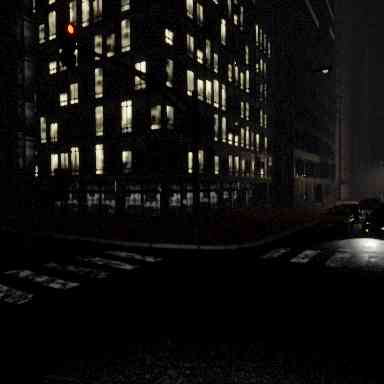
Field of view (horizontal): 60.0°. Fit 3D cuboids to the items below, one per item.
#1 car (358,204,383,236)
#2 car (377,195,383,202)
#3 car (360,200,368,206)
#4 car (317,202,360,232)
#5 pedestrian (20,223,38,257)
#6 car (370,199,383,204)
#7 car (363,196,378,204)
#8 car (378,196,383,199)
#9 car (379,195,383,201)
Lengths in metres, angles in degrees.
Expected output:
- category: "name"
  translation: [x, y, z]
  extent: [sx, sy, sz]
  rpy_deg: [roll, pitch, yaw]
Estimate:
- category: "car"
  translation: [10.161, 1.552, 17.462]
  extent: [1.994, 1.385, 4.181]
  rpy_deg: [0, 0, 32]
- category: "car"
  translation: [44.685, 1.508, 78.101]
  extent: [2.008, 1.369, 4.403]
  rpy_deg: [-1, -1, 32]
- category: "car"
  translation: [11.909, 1.552, 25.237]
  extent: [1.947, 1.339, 4.313]
  rpy_deg: [-1, -1, 32]
- category: "car"
  translation: [8.840, 1.514, 20.287]
  extent: [1.752, 1.417, 4.829]
  rpy_deg: [-1, -1, 32]
- category: "pedestrian"
  translation: [-5.248, 1.532, 10.669]
  extent: [0.500, 1.100, 0.500]
  rpy_deg: [0, 0, 33]
- category: "car"
  translation: [15.125, 1.531, 25.413]
  extent: [2.033, 1.411, 5.357]
  rpy_deg: [0, 0, 32]
- category: "car"
  translation: [20.848, 1.522, 39.654]
  extent: [1.887, 1.381, 4.507]
  rpy_deg: [-1, -1, 32]
- category: "car"
  translation: [20.521, 1.470, 33.998]
  extent: [2.128, 1.511, 4.902]
  rpy_deg: [0, 0, 32]
- category: "car"
  translation: [47.665, 1.537, 82.907]
  extent: [1.802, 1.307, 4.206]
  rpy_deg: [-1, -1, 32]
